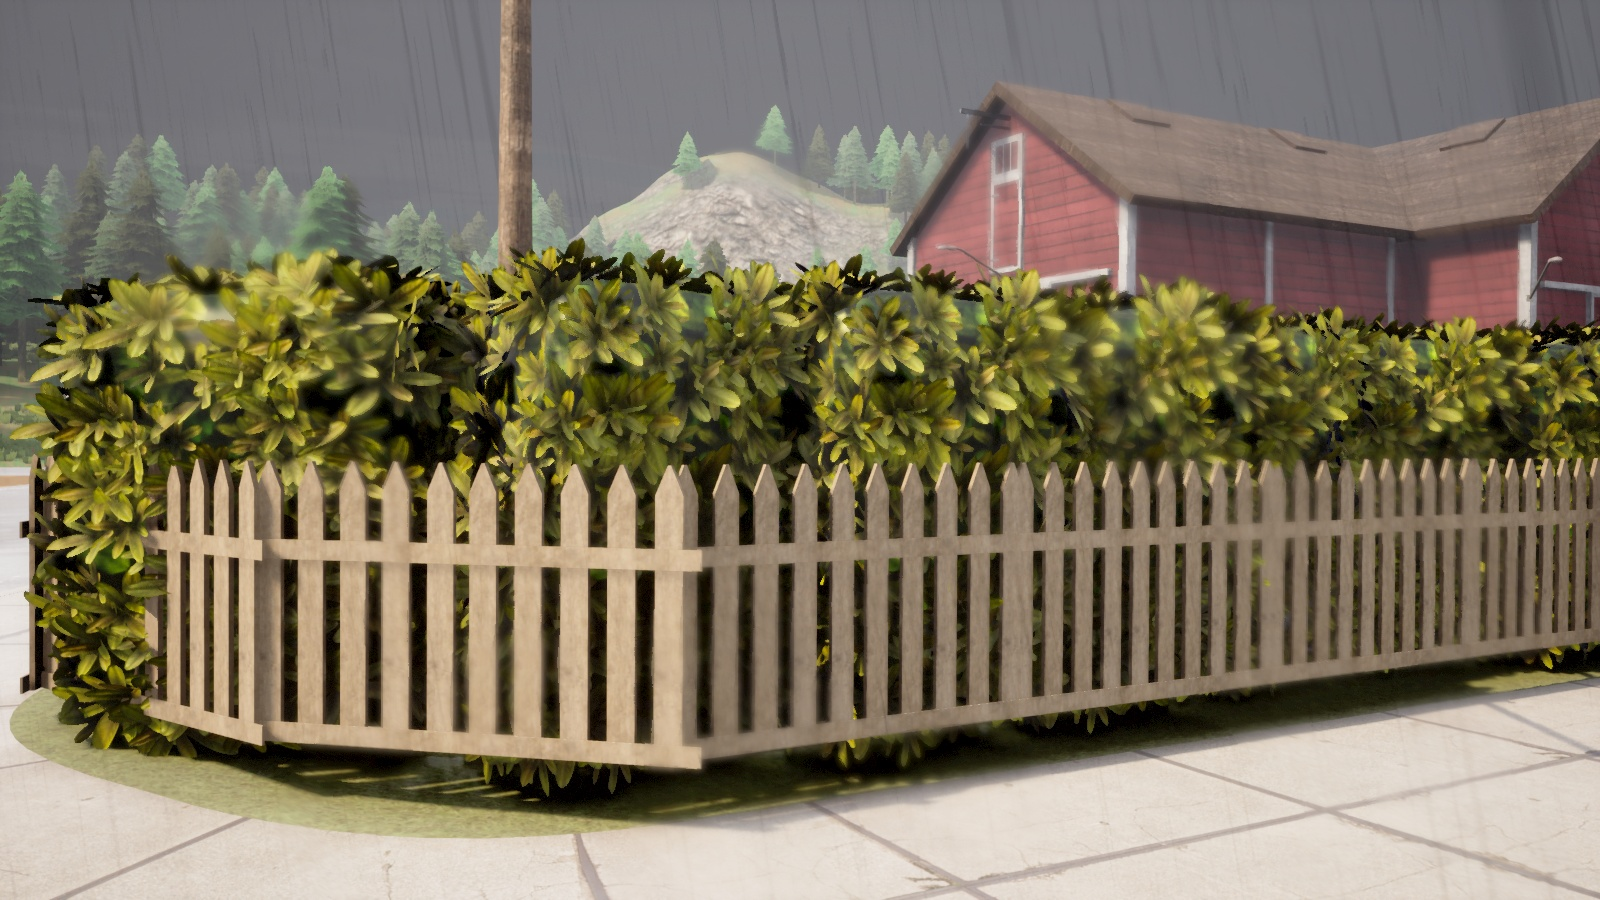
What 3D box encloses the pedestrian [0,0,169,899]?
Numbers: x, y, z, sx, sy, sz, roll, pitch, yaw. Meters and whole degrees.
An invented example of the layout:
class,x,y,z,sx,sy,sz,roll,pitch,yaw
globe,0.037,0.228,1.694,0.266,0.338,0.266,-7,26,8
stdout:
class,x,y,z,sx,sy,sz,roll,pitch,yaw
pedestrian,-0.938,0.594,0.746,0.900,1.855,0.874,-1,1,-35
